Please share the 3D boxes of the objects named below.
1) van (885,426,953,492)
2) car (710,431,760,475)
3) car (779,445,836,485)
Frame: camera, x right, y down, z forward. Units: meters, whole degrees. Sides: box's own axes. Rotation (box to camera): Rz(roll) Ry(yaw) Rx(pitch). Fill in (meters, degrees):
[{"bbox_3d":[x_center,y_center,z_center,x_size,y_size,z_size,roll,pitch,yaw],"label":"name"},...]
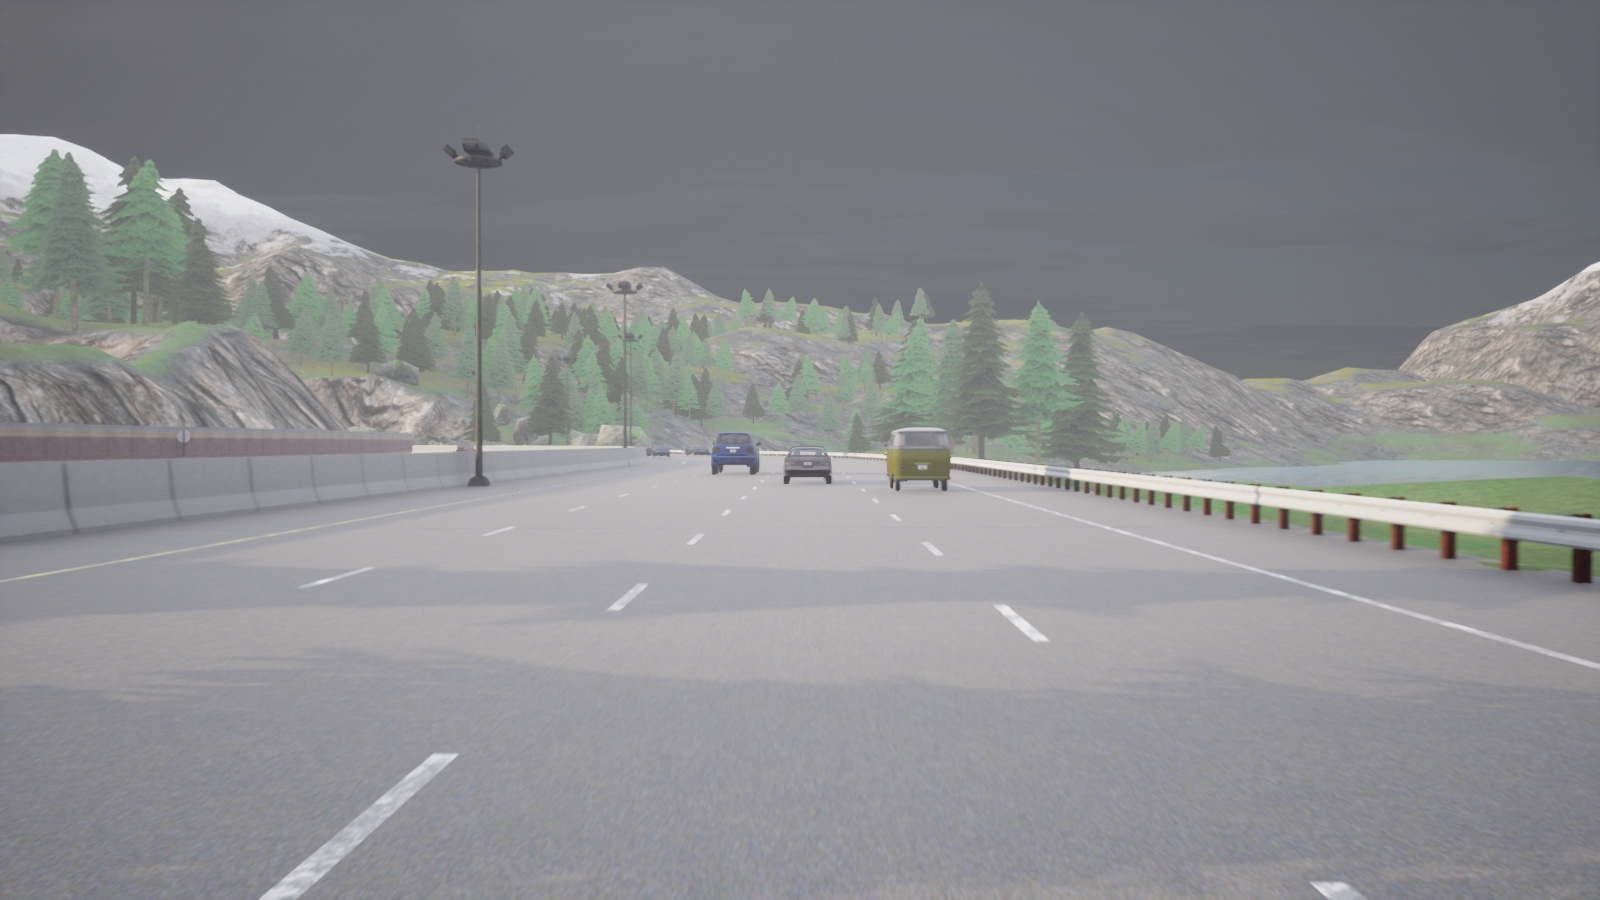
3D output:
[{"bbox_3d":[3.746,0.276,40.102,1.775,1.987,4.442,0,0,0],"label":"van"},{"bbox_3d":[-3.131,0.120,61.574,2.150,2.045,5.566,0,0,0],"label":"car"},{"bbox_3d":[0.290,0.527,47.897,2.033,1.411,5.357,0,0,0],"label":"car"}]
